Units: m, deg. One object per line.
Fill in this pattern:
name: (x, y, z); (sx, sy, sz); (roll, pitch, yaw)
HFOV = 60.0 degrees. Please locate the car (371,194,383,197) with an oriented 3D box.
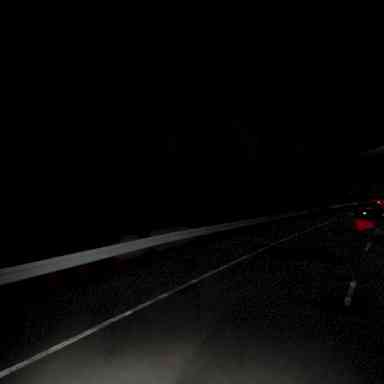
car: (21.696, 1.221, 38.159); (2.150, 2.045, 5.566); (0, 0, 35)

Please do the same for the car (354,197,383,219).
car: (15.703, 1.505, 29.581); (1.837, 1.490, 4.892); (0, 0, 35)
